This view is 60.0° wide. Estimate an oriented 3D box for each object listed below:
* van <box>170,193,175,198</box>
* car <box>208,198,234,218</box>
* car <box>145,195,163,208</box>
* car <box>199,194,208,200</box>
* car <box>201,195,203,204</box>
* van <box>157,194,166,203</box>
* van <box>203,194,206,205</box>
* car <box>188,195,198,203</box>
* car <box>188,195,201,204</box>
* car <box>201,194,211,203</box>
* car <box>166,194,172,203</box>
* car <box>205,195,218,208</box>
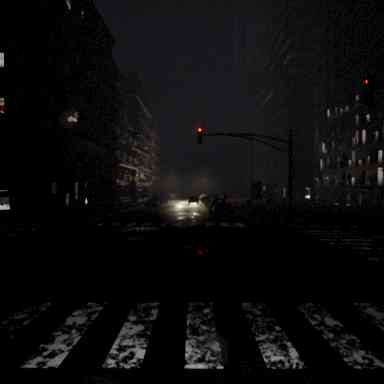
[{"bbox_3d":[-5.476,1.226,75.060,1.690,1.788,3.998,-1,0,0],"label":"van"},{"bbox_3d":[2.736,1.515,29.899,1.887,1.381,4.507,-1,0,0],"label":"car"},{"bbox_3d":[-5.560,1.510,46.829,1.947,1.339,4.313,-1,0,0],"label":"car"},{"bbox_3d":[2.944,1.295,86.357,1.967,1.590,4.097,-1,0,0],"label":"car"},{"bbox_3d":[2.805,1.479,52.483,1.887,1.381,4.507,-1,0,0],"label":"car"},{"bbox_3d":[-5.546,1.276,52.475,1.690,1.788,3.998,-1,0,0],"label":"van"},{"bbox_3d":[2.785,1.286,46.836,1.690,1.788,3.998,-1,0,0],"label":"van"},{"bbox_3d":[0.241,1.412,71.018,2.128,1.511,4.902,0,0,0],"label":"car"},{"bbox_3d":[0.284,1.423,60.817,1.837,1.490,4.892,0,0,0],"label":"car"},{"bbox_3d":[2.861,1.339,69.420,1.967,1.590,4.097,-1,0,0],"label":"car"},{"bbox_3d":[-5.508,1.457,63.766,1.887,1.381,4.507,-1,0,0],"label":"car"},{"bbox_3d":[2.751,1.402,35.545,1.967,1.590,4.097,-1,0,0],"label":"car"}]
